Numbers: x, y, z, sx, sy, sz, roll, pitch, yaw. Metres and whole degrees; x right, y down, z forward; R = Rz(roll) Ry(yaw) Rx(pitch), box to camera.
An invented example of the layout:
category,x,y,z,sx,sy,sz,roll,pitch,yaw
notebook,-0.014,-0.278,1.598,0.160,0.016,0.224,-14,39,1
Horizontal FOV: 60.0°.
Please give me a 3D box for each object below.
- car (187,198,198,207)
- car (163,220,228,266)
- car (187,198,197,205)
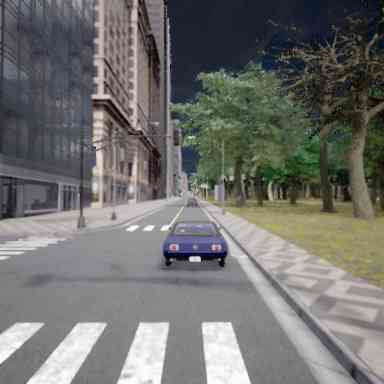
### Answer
category,x,y,z,sx,sy,sz,roll,pitch,yaw
car,0.077,1.864,58.905,2.033,1.411,5.357,0,0,0
car,0.102,1.635,11.679,1.895,1.301,4.718,0,-1,0
car,-0.008,1.927,69.426,2.033,1.411,5.357,0,0,0
